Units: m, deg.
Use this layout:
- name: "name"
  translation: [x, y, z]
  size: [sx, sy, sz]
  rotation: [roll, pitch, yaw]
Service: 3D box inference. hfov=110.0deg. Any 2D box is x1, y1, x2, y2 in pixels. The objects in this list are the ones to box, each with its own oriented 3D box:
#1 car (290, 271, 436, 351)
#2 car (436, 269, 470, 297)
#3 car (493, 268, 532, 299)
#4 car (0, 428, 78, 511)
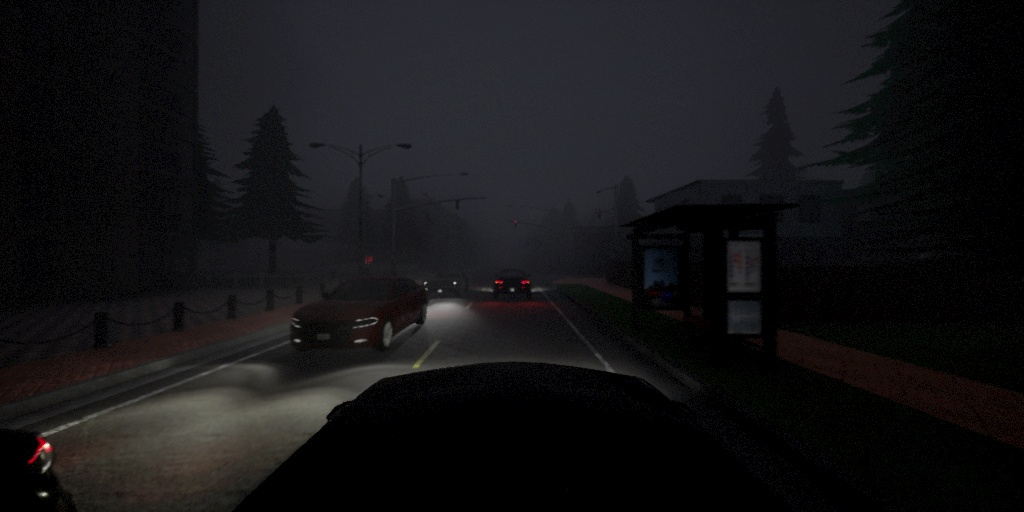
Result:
- name: "car"
  translation: [-3.548, 1.254, 9.274]
  size: [1.882, 1.535, 5.008]
  rotation: [0, 0, 0]
- name: "car"
  translation: [-3.508, 1.414, 19.735]
  size: [1.895, 1.301, 4.718]
  rotation: [0, 0, 0]
- name: "car"
  translation: [0.026, 1.334, 18.413]
  size: [1.812, 1.442, 4.674]
  rotation: [0, 0, 1]
- name: "car"
  translation: [-3.595, 1.309, 0.336]
  size: [1.994, 1.385, 4.181]
  rotation: [0, 0, 0]
